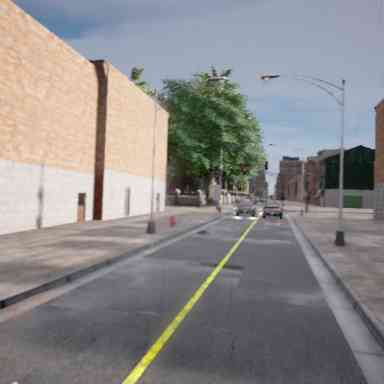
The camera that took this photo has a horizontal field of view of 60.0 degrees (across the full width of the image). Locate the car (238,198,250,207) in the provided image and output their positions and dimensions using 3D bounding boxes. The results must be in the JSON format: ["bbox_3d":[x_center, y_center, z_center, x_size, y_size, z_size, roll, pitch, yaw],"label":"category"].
[{"bbox_3d":[10.064,2.007,64.084,1.752,1.417,4.829,3,0,14],"label":"car"}]

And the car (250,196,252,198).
[{"bbox_3d":[9.622,2.012,62.160,2.008,1.369,4.403,3,0,14],"label":"car"}]

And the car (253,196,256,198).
[{"bbox_3d":[12.608,2.166,74.385,1.947,1.339,4.313,3,0,14],"label":"car"}]

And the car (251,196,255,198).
[{"bbox_3d":[11.327,2.090,69.088,2.008,1.369,4.403,3,0,14],"label":"car"}]

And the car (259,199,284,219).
[{"bbox_3d":[7.961,1.810,32.750,2.128,1.511,4.902,2,0,15],"label":"car"}]

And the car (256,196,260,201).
[{"bbox_3d":[16.465,2.114,90.276,2.192,1.841,5.009,3,0,14],"label":"car"}]

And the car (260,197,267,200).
[{"bbox_3d":[19.873,2.164,93.229,2.097,1.767,4.553,2,0,14],"label":"car"}]

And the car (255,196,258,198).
[{"bbox_3d":[15.170,2.312,84.979,1.802,1.307,4.206,3,0,14],"label":"car"}]

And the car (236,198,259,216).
[{"bbox_3d":[5.947,1.771,36.118,1.837,1.490,4.892,2,0,14],"label":"car"}]
